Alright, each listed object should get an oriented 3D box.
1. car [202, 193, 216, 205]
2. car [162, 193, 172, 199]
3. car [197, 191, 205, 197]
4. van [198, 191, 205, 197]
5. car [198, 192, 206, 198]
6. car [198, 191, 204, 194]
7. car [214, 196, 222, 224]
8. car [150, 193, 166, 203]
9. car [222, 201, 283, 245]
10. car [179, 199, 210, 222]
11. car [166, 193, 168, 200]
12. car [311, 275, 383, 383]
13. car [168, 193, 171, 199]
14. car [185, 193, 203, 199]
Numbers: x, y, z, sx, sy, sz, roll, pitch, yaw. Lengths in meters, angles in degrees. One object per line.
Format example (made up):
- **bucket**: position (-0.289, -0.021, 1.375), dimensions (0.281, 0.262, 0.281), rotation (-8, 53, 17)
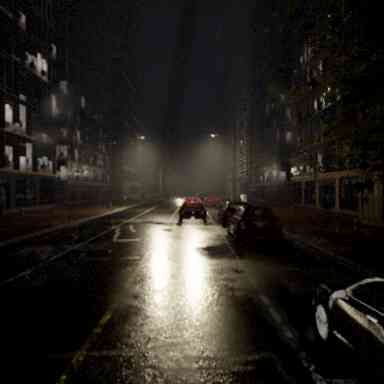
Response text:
- **car**: position (2.599, 1.166, 43.332), dimensions (1.887, 1.381, 4.507), rotation (0, 1, 0)
- **car**: position (-5.857, 0.859, 77.474), dimensions (1.947, 1.339, 4.313), rotation (0, 1, 0)
- **car**: position (2.487, 0.553, 94.559), dimensions (1.967, 1.590, 4.097), rotation (0, 1, 0)
- **van**: position (2.500, 0.514, 88.867), dimensions (1.690, 1.788, 3.998), rotation (0, 1, 0)
- **car**: position (2.512, 0.797, 83.176), dimensions (1.947, 1.339, 4.313), rotation (0, 1, 0)
- **car**: position (2.561, 1.024, 60.408), dimensions (1.947, 1.339, 4.313), rotation (0, 1, 0)
- **car**: position (2.649, 1.264, 20.562), dimensions (1.967, 1.590, 4.097), rotation (0, 1, 0)
- **car**: position (-5.806, 1.062, 54.704), dimensions (1.887, 1.381, 4.507), rotation (0, 1, 0)
- **car**: position (2.661, 1.313, 14.870), dimensions (1.967, 1.590, 4.097), rotation (0, 0, 0)
- **car**: position (0.047, 1.395, 24.195), dimensions (1.895, 1.301, 4.718), rotation (0, 1, 0)
- **car**: position (-5.819, 1.044, 60.398), dimensions (1.802, 1.307, 4.206), rotation (0, 1, 0)
- **car**: position (2.686, 1.520, 3.486), dimensions (2.008, 1.369, 4.403), rotation (0, 0, 0)
- **car**: position (-5.844, 0.894, 71.782), dimensions (1.887, 1.381, 4.507), rotation (0, 1, 0)
- **car**: position (0.008, 1.194, 42.513), dimensions (1.994, 1.385, 4.181), rotation (0, 1, 0)
